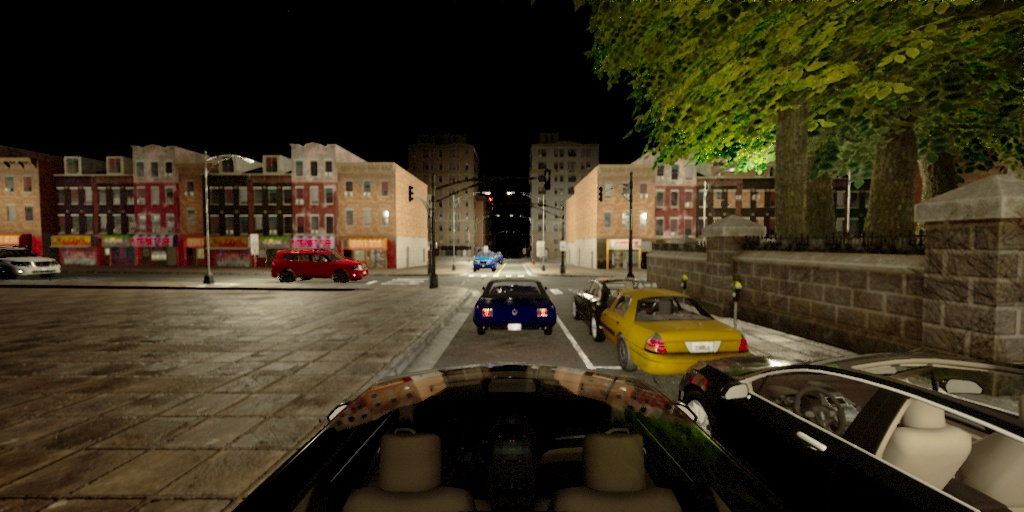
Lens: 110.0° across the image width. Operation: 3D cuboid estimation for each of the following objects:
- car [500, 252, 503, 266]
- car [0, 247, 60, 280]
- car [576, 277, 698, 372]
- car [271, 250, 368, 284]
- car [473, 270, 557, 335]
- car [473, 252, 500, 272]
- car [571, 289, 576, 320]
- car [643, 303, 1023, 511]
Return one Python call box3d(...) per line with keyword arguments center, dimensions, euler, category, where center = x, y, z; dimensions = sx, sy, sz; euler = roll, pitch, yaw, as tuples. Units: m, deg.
box3d(center=(-2.561, 0.369, 54.672), dimensions=(2.150, 2.045, 5.566), euler=(0, 0, 1), category="car")
box3d(center=(-32.485, 0.444, 22.791), dimensions=(5.566, 2.045, 2.150), euler=(1, 2, 0), category="car")
box3d(center=(2.686, 1.209, 7.335), dimensions=(1.751, 1.417, 4.829), euler=(0, 0, 0), category="car")
box3d(center=(-12.122, 0.670, 22.743), dimensions=(5.566, 2.045, 2.150), euler=(1, 2, 0), category="car")
box3d(center=(0.074, 1.249, 10.105), dimensions=(1.895, 1.301, 4.718), euler=(0, 1, 0), category="car")
box3d(center=(-2.749, 0.557, 37.275), dimensions=(2.150, 2.045, 5.566), euler=(0, 1, 0), category="car")
box3d(center=(2.661, 1.208, 9.308), dimensions=(2.007, 1.370, 4.403), euler=(0, 0, 0), category="car")
box3d(center=(2.637, 1.295, 2.173), dimensions=(2.007, 1.370, 4.403), euler=(0, 0, 0), category="car")
